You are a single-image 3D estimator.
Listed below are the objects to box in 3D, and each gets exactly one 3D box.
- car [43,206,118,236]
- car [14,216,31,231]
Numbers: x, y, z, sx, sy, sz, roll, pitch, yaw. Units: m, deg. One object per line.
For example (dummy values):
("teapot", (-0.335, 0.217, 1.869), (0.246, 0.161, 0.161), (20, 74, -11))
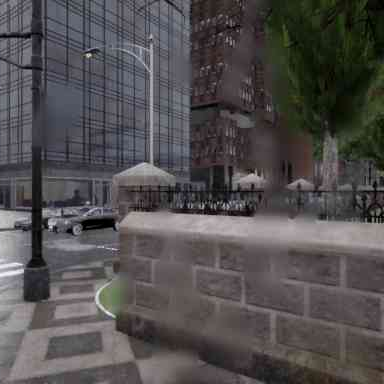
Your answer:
("car", (-5.881, 1.576, 19.211), (2.128, 1.511, 4.902), (0, 0, 36))
("car", (-8.440, 1.632, 20.220), (2.008, 1.369, 4.403), (0, -1, 36))
